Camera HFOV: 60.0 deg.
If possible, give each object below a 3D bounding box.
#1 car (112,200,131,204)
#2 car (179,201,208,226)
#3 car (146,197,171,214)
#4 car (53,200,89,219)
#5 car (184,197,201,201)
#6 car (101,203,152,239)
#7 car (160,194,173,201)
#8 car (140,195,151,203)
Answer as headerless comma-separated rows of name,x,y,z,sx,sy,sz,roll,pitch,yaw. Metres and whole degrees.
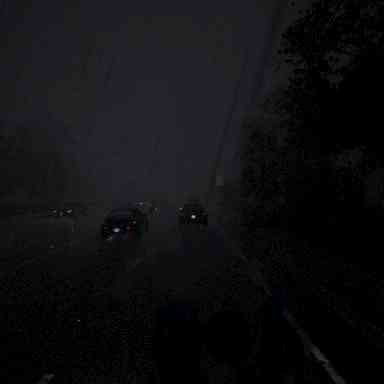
car,-7.092,1.528,34.142,1.812,1.442,4.674,0,0,0
car,0.094,1.567,23.345,1.994,1.385,4.181,0,0,0
car,-3.407,1.507,35.211,1.837,1.490,4.892,0,0,0
car,-10.603,1.507,29.413,1.837,1.490,4.892,0,0,0
car,0.097,1.355,41.860,2.097,1.767,4.553,0,0,0
car,-3.402,1.527,17.330,1.812,1.442,4.674,0,0,0
car,-5.820,1.159,75.594,2.033,1.411,5.357,0,0,6
car,-9.723,1.437,70.750,1.882,1.535,5.008,0,0,3
